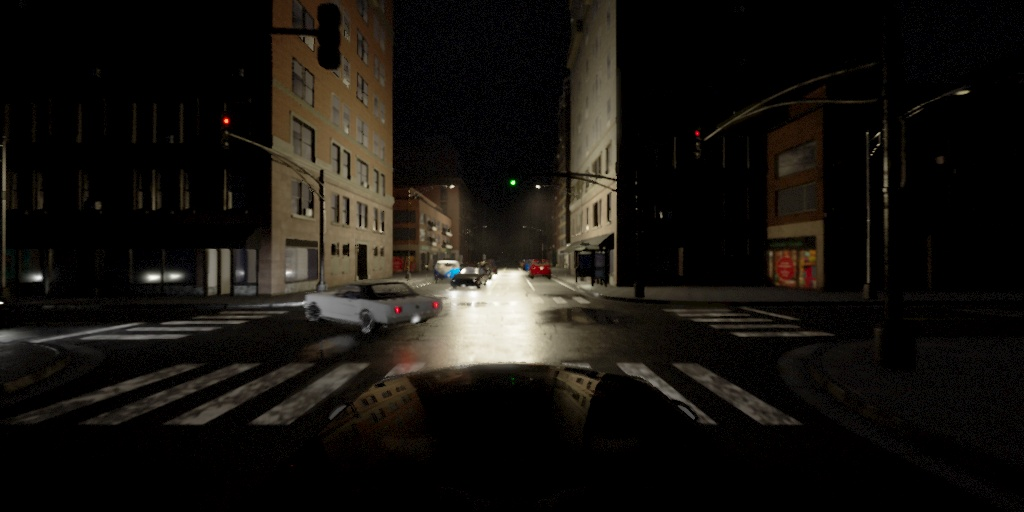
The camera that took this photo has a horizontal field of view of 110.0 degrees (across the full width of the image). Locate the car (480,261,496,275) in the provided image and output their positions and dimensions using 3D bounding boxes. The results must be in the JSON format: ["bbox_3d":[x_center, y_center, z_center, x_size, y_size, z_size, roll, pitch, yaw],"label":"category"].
[{"bbox_3d":[-2.808,1.479,34.714,1.837,1.490,4.892,0,0,0],"label":"car"}]

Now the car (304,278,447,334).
[{"bbox_3d":[-4.370,1.424,10.923,4.718,1.301,1.895,-1,-1,36],"label":"car"}]

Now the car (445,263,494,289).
[{"bbox_3d":[-2.802,1.455,24.881,2.033,1.411,5.357,0,0,4],"label":"car"}]

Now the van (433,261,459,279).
[{"bbox_3d":[-5.384,1.283,29.945,1.690,1.789,3.998,0,0,0],"label":"van"}]

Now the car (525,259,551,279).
[{"bbox_3d":[2.733,1.292,35.345,2.192,1.841,5.009,0,0,0],"label":"car"}]

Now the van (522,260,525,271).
[{"bbox_3d":[2.732,1.427,51.564,1.690,1.789,3.998,0,0,0],"label":"van"}]

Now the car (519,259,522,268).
[{"bbox_3d":[2.732,1.437,56.970,2.192,1.841,5.009,0,0,0],"label":"car"}]

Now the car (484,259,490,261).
[{"bbox_3d":[-5.348,1.685,62.213,1.751,1.417,4.829,0,0,0],"label":"car"}]

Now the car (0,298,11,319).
[{"bbox_3d":[-17.259,1.479,9.873,4.718,1.301,1.895,0,0,0],"label":"car"}]

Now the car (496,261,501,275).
[{"bbox_3d":[-2.769,1.606,44.777,1.994,1.385,4.181,0,0,0],"label":"car"}]
